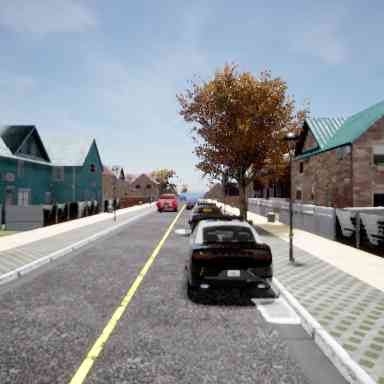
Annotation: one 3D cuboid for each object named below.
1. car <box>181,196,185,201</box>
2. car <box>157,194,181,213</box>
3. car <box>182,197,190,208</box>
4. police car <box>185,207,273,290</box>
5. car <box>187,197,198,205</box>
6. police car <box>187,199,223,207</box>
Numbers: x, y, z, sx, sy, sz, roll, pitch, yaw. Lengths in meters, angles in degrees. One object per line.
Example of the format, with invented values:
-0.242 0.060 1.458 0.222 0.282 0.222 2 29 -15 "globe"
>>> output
-2.570 1.885 95.178 1.882 1.535 5.008 0 -1 0 "car"
-2.778 1.264 38.524 2.150 2.045 5.566 0 0 0 "car"
0.113 1.626 45.053 2.033 1.411 5.357 0 0 1 "car"
0.843 1.426 9.250 1.930 1.638 5.238 0 0 0 "police car"
0.118 1.735 62.058 1.994 1.385 4.181 0 0 0 "car"
0.861 1.429 19.250 1.930 1.638 5.238 0 0 0 "police car"
